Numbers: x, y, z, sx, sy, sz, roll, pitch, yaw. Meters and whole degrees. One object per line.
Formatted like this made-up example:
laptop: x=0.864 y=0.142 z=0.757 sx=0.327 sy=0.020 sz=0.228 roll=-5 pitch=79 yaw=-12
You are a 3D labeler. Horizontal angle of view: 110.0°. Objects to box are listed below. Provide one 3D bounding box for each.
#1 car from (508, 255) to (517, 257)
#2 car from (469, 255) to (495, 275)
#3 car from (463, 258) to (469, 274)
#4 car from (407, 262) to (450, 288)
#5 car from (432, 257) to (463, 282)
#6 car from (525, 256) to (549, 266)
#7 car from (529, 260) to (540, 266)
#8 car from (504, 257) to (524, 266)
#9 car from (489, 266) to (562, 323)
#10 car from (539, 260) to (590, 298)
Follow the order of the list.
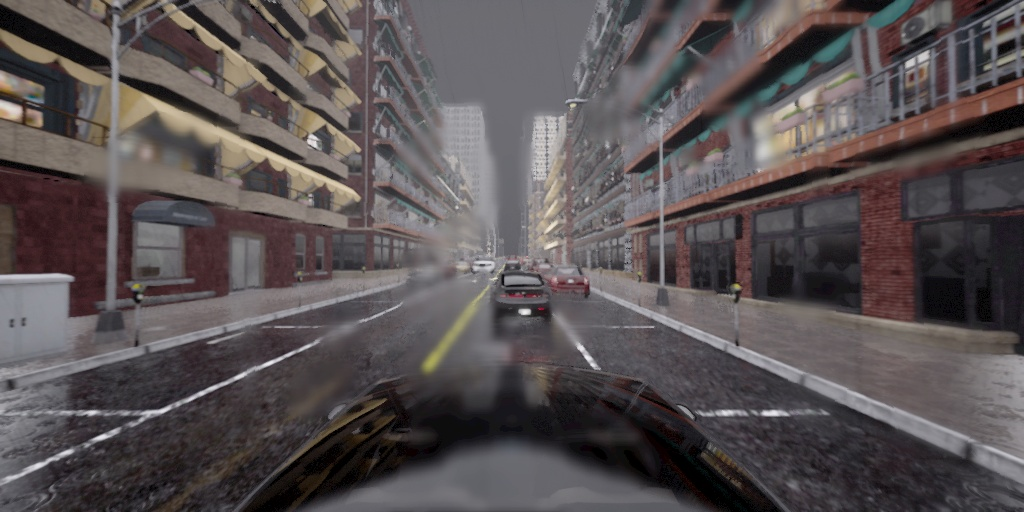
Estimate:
car: x=0.100 y=0.914 z=65.058 sx=2.150 sy=2.045 sz=5.566 roll=0 pitch=-1 yaw=0
car: x=-3.059 y=0.946 z=39.900 sx=2.150 sy=2.045 sz=5.566 roll=0 pitch=0 yaw=1
car: x=-5.690 y=1.247 z=40.338 sx=1.751 sy=1.417 sz=4.829 roll=0 pitch=0 yaw=0
car: x=-5.690 y=1.287 z=23.886 sx=2.007 sy=1.370 sz=4.403 roll=0 pitch=0 yaw=0
car: x=-5.690 y=1.046 z=29.427 sx=2.192 sy=1.841 sz=5.009 roll=0 pitch=0 yaw=0
car: x=2.691 y=1.041 z=35.019 sx=2.192 sy=1.841 sz=5.009 roll=0 pitch=0 yaw=0
car: x=2.692 y=1.277 z=29.480 sx=1.888 sy=1.381 sz=4.507 roll=0 pitch=0 yaw=0
car: x=0.100 y=1.197 z=43.345 sx=1.882 sy=1.535 sz=5.008 roll=0 pitch=0 yaw=0
car: x=0.243 y=1.249 z=12.091 sx=1.837 sy=1.490 sz=4.892 roll=0 pitch=0 yaw=-3
car: x=2.691 y=1.180 z=18.398 sx=1.967 sy=1.591 sz=4.097 roll=0 pitch=0 yaw=0
